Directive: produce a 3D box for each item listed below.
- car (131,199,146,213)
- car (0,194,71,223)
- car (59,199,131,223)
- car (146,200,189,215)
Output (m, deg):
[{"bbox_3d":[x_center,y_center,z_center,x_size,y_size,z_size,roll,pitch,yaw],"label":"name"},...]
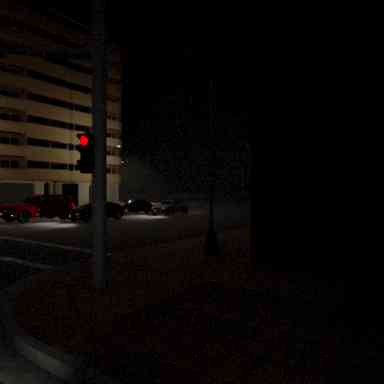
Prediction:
[{"bbox_3d":[-6.131,1.480,33.892,2.128,1.511,4.902,0,0,35],"label":"car"},{"bbox_3d":[-11.828,1.210,25.769,2.150,2.045,5.566,0,0,35],"label":"car"},{"bbox_3d":[-7.423,1.495,25.960,1.837,1.490,4.892,0,0,35],"label":"car"},{"bbox_3d":[-2.125,1.516,33.499,1.812,1.442,4.674,0,0,35],"label":"car"}]
